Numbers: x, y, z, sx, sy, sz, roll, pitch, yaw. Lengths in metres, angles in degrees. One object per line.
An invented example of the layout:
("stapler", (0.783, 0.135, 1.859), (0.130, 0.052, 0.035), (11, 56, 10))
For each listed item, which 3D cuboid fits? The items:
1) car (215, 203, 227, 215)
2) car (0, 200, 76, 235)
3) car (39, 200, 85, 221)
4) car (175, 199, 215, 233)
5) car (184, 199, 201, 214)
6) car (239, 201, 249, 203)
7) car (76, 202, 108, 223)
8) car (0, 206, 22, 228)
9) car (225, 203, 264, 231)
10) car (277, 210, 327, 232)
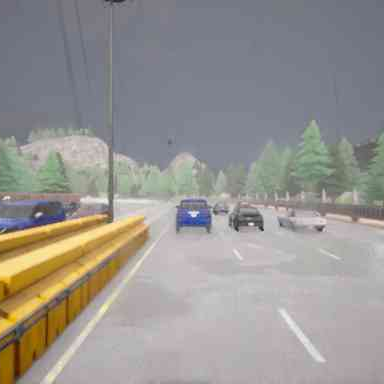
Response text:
("car", (3.561, 1.986, 40.345), (2.033, 1.411, 5.357), (0, -1, 0))
("car", (-7.076, 1.372, 13.878), (2.150, 2.045, 5.566), (0, 0, 1))
("car", (-10.499, 1.450, 27.195), (1.837, 1.490, 4.892), (0, -1, 0))
("car", (0.101, 1.456, 21.580), (2.150, 2.045, 5.566), (0, -1, 0))
("car", (0.077, 1.826, 43.644), (2.097, 1.767, 4.553), (0, -1, 0))
("car", (7.085, 2.021, 45.601), (1.812, 1.442, 4.674), (0, -1, 0))
("car", (-7.073, 1.614, 24.088), (2.097, 1.767, 4.553), (0, -1, 0))
("car", (-14.069, 1.780, 23.324), (1.812, 1.442, 4.674), (0, -1, 0))
("car", (3.601, 1.750, 22.631), (1.837, 1.490, 4.892), (0, -1, 0))
("car", (7.102, 1.842, 22.069), (1.895, 1.301, 4.718), (0, -1, 0))
